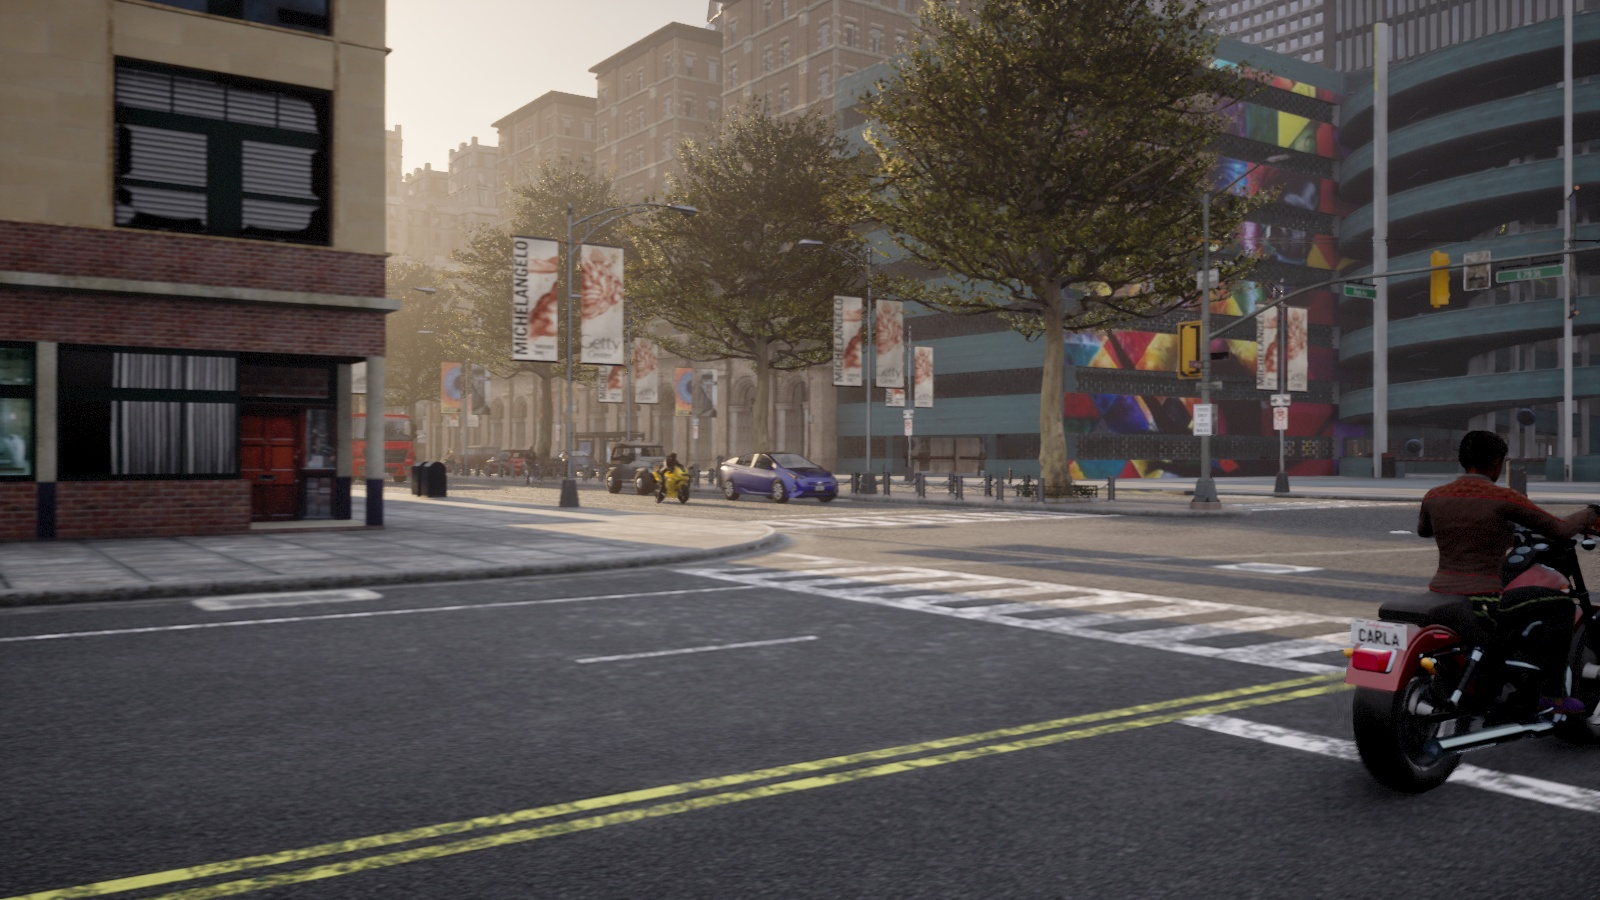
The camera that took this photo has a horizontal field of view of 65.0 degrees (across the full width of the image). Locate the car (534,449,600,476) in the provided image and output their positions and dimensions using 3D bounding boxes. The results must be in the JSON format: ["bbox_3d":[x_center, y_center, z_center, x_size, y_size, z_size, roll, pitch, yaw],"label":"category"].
[{"bbox_3d":[-14.564,0.746,78.254,2.152,1.651,5.027,0,0,-35],"label":"car"}]

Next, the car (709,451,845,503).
[{"bbox_3d":[-0.775,0.788,38.681,2.007,1.525,4.514,0,0,-35],"label":"car"}]

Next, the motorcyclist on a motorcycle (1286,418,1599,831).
[{"bbox_3d":[3.370,0.703,6.005,2.350,1.649,0.766,0,0,-35],"label":"motorcyclist on a motorcycle"}]

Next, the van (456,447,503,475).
[{"bbox_3d":[-23.085,0.768,90.393,1.775,1.987,4.442,0,0,-35],"label":"van"}]

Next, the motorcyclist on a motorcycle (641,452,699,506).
[{"bbox_3d":[-3.842,0.825,36.874,0.797,1.523,2.044,0,0,-35],"label":"motorcyclist on a motorcycle"}]

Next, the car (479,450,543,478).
[{"bbox_3d":[-17.687,0.814,76.612,2.242,1.667,4.611,0,0,-35],"label":"car"}]

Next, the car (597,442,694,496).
[{"bbox_3d":[-5.650,0.664,45.549,1.905,1.878,3.866,0,0,-34],"label":"car"}]

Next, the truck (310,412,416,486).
[{"bbox_3d":[-21.873,-0.037,62.560,2.891,3.462,7.936,0,0,-35],"label":"truck"}]
